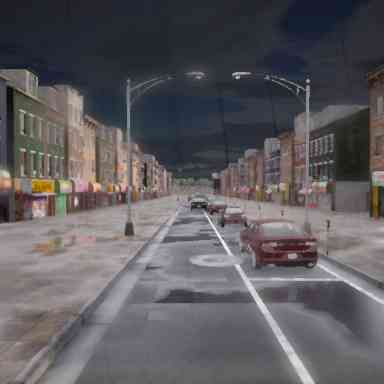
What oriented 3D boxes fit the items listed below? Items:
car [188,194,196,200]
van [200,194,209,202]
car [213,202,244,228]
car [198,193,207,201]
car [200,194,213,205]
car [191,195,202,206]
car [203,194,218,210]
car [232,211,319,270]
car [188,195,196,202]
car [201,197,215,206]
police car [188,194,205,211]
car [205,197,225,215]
[{"bbox_3d":[0.001,1.365,90.209,2.033,1.411,5.357,0,0,0],"label":"car"},{"bbox_3d":[2.618,1.274,71.762,1.690,1.788,3.998,-1,0,0],"label":"van"},{"bbox_3d":[2.622,1.561,21.970,1.802,1.307,4.206,-1,0,0],"label":"car"},{"bbox_3d":[2.617,1.238,82.827,2.192,1.841,5.009,-1,0,0],"label":"car"},{"bbox_3d":[2.617,1.258,60.698,2.192,1.841,5.009,-1,0,0],"label":"car"},{"bbox_3d":[0.717,1.407,56.058,1.801,1.575,5.366,0,0,0],"label":"car"},{"bbox_3d":[2.620,1.403,38.568,1.967,1.590,4.097,-1,0,0],"label":"car"},{"bbox_3d":[2.621,1.534,10.905,1.887,1.381,4.507,-1,0,0],"label":"car"},{"bbox_3d":[0.001,1.363,75.205,1.812,1.442,4.674,0,0,0],"label":"car"},{"bbox_3d":[2.622,1.499,55.166,2.008,1.369,4.403,-1,0,0],"label":"car"},{"bbox_3d":[0.741,1.389,39.964,1.930,1.638,5.238,0,0,-1],"label":"police car"},{"bbox_3d":[2.622,1.513,33.035,1.887,1.381,4.507,-1,0,0],"label":"car"}]
